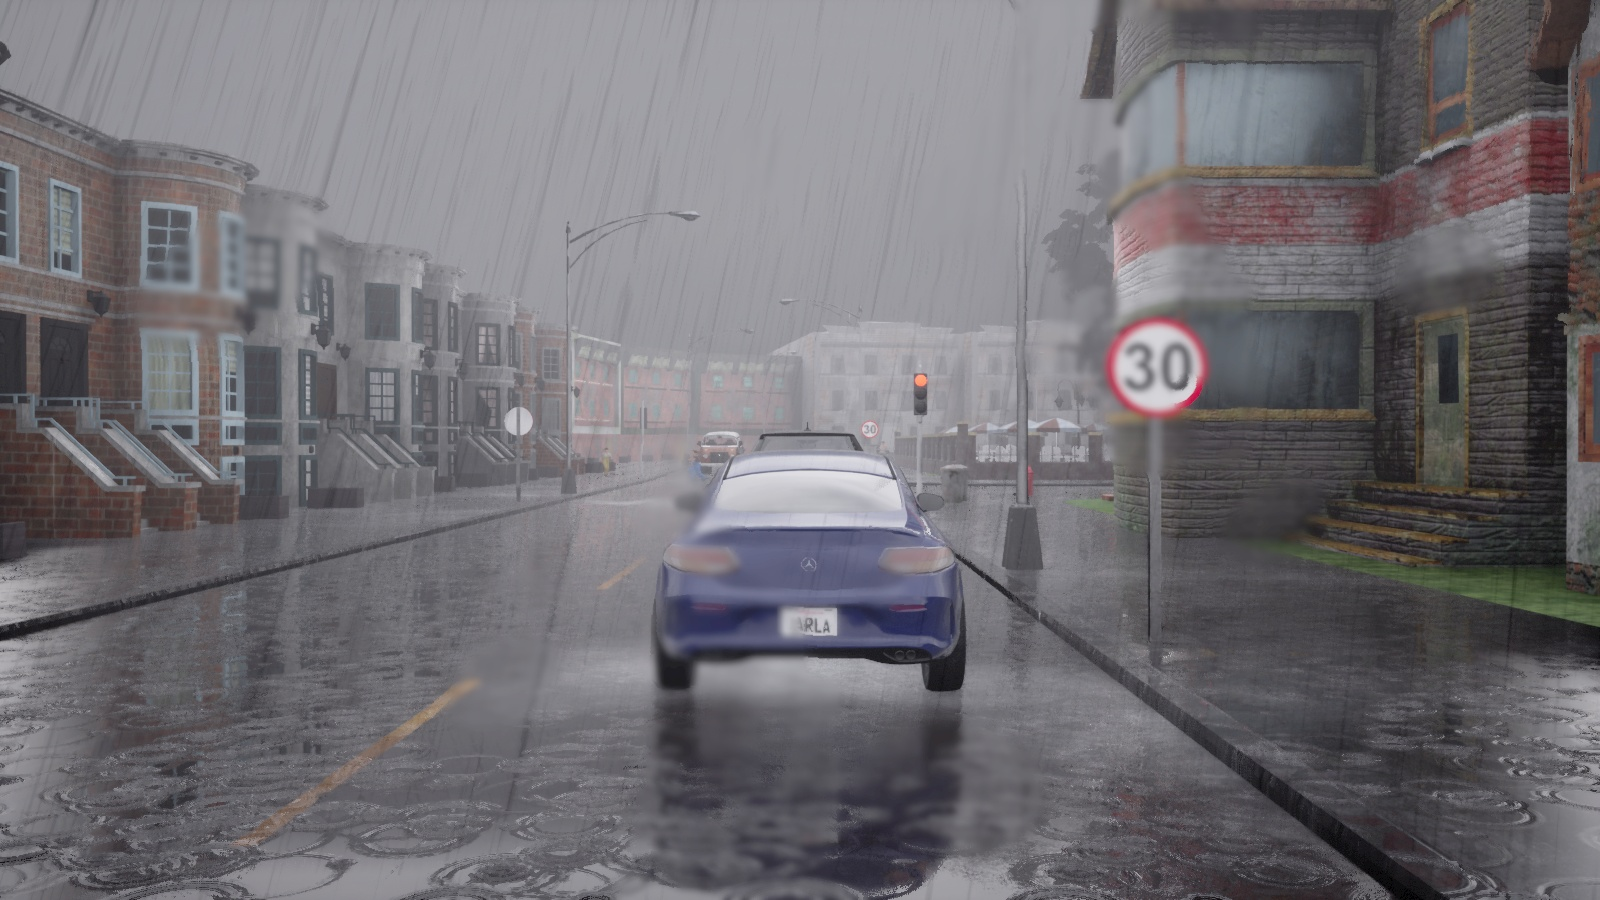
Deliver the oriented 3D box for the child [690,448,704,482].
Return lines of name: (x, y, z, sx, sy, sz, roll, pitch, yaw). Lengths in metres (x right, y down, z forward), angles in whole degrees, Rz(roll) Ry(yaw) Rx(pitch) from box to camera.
child: (-3.855, 0.549, 46.987, 0.437, 1.263, 0.270, 0, 0, -25)

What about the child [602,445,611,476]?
child: (-7.945, 0.439, 51.522, 0.270, 1.263, 0.437, 0, 0, -25)

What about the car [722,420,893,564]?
car: (0.110, 0.505, 17.764, 2.097, 1.767, 4.553, 0, 0, 0)

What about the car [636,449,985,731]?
car: (0.065, 0.722, 8.854, 1.812, 1.442, 4.674, 0, 0, 0)

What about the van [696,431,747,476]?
van: (-3.675, 0.131, 59.481, 2.069, 2.038, 4.480, 0, 0, 0)
